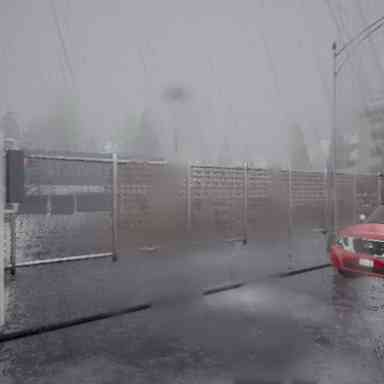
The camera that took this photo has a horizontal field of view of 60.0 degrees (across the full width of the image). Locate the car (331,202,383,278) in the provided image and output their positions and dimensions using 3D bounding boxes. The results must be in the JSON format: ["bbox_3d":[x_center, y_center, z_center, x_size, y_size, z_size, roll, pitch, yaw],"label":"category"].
[{"bbox_3d":[6.108,1.206,8.966,5.566,2.045,2.150,0,0,-35],"label":"car"}]

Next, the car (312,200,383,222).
[{"bbox_3d":[12.423,1.436,26.173,2.033,1.415,5.357,0,0,-36],"label":"car"}]
